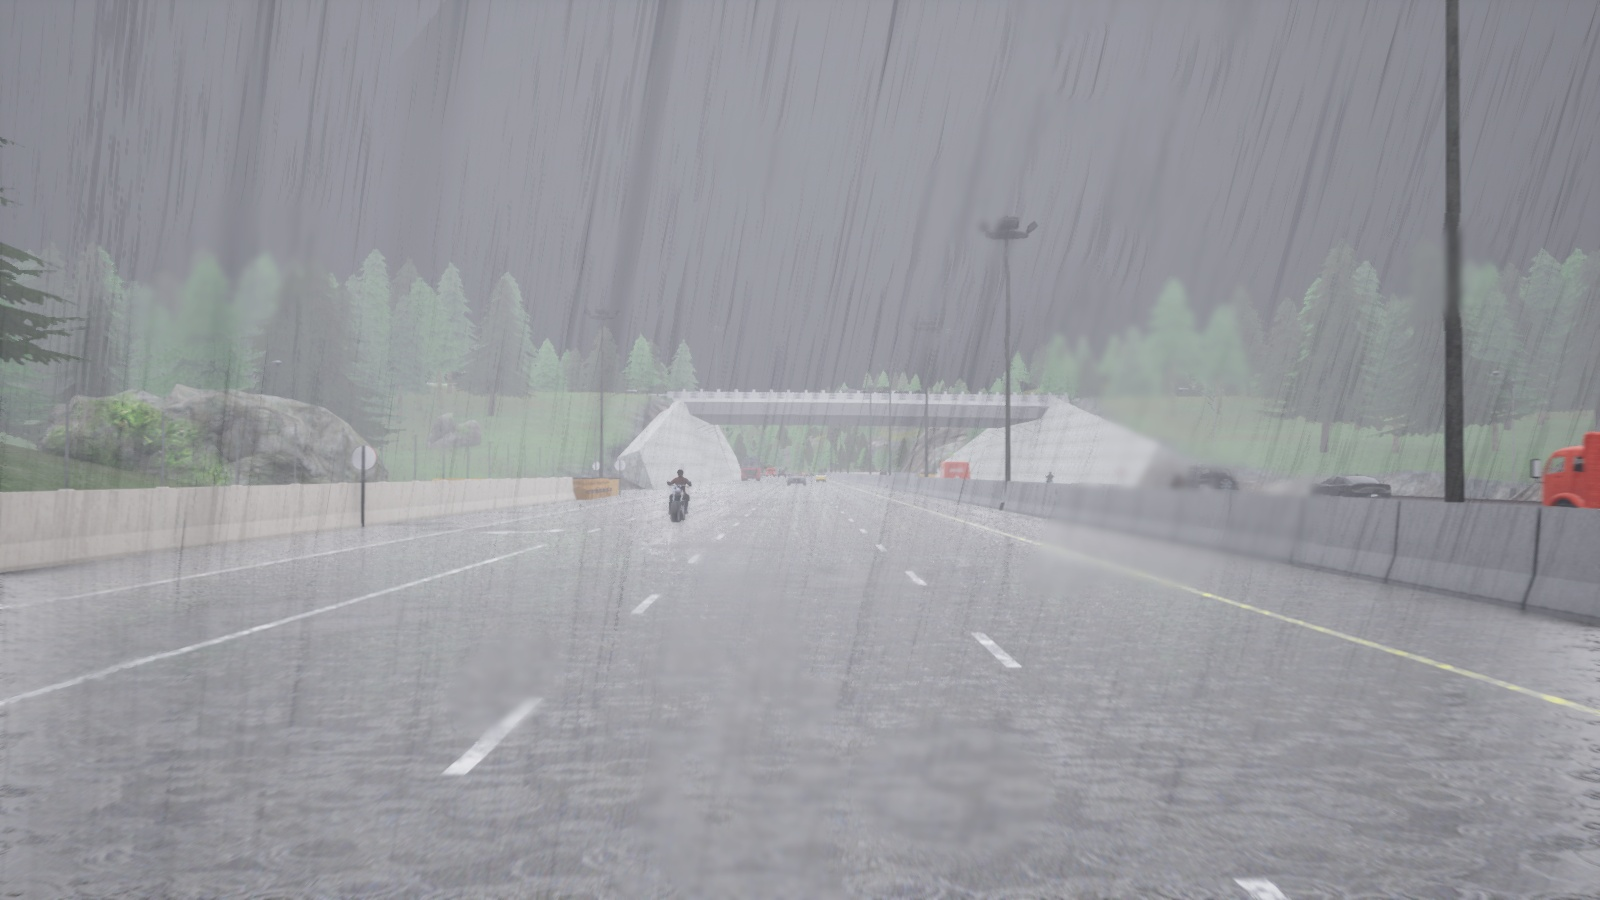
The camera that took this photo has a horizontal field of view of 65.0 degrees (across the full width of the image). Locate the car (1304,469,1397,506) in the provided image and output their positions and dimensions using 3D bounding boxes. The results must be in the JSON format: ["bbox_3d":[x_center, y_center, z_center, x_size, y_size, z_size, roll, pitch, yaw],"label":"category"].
[{"bbox_3d":[24.364,1.629,55.789,1.882,1.535,5.008,0,-1,0],"label":"car"}]

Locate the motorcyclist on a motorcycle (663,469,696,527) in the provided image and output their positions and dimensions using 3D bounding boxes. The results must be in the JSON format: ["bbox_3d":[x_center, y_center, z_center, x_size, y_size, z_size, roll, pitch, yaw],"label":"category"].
[{"bbox_3d":[-3.591,1.407,37.515,0.766,1.649,2.350,0,-1,0],"label":"motorcyclist on a motorcycle"}]

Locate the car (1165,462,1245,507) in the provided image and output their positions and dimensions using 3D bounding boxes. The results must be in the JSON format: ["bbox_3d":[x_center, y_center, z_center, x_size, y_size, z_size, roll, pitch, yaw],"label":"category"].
[{"bbox_3d":[17.368,1.466,54.033,1.932,1.855,4.605,0,-1,0],"label":"car"}]

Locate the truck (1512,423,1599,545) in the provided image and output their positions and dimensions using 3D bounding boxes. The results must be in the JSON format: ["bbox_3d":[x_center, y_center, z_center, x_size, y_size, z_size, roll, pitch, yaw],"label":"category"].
[{"bbox_3d":[17.518,0.691,25.768,2.627,2.467,5.204,0,-1,-3],"label":"truck"}]
